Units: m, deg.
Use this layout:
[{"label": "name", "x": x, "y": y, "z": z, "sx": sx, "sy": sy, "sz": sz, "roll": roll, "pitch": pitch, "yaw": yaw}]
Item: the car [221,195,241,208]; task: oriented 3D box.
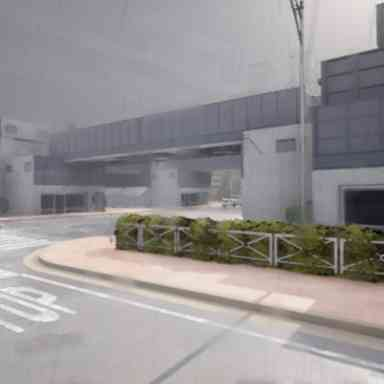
[{"label": "car", "x": 7.045, "y": 1.521, "z": 56.158, "sx": 2.150, "sy": 2.045, "sz": 5.566, "roll": -1, "pitch": -1, "yaw": 36}]

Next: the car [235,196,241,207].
[{"label": "car", "x": 9.379, "y": 1.750, "z": 53.414, "sx": 2.128, "sy": 1.511, "sz": 4.902, "roll": -1, "pitch": -1, "yaw": 36}]
